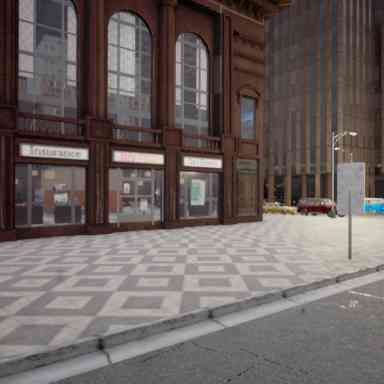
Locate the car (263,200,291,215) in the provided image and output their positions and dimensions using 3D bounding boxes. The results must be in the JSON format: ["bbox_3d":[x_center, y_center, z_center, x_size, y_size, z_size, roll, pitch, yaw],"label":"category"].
[{"bbox_3d":[9.570,1.797,37.136,1.752,1.417,4.829,0,0,-35],"label":"car"}]

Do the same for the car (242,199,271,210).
[{"bbox_3d":[9.956,1.890,51.388,1.967,1.590,4.097,-1,0,-35],"label":"car"}]

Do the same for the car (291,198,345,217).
[{"bbox_3d":[12.710,1.521,32.679,2.192,1.841,5.009,0,0,-35],"label":"car"}]

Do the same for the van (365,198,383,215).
[{"bbox_3d":[19.673,1.588,37.597,1.690,1.788,3.998,-1,0,-35],"label":"van"}]

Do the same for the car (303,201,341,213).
[{"bbox_3d":[16.437,1.896,42.193,1.802,1.307,4.206,-1,0,-35],"label":"car"}]
